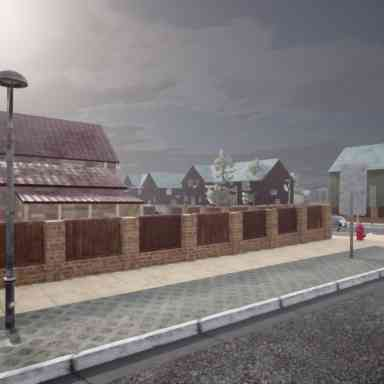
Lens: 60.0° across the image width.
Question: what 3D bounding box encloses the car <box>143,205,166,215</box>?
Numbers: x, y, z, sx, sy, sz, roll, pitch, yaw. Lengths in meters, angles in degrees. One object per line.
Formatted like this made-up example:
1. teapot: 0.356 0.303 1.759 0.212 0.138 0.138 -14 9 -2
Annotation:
1. car: -3.700 2.365 38.671 2.128 1.511 4.902 1 -2 -36

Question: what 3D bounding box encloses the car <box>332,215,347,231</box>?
1. car: 7.944 1.813 22.601 2.128 1.511 4.902 1 -2 -36

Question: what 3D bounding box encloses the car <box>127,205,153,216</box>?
1. car: -7.761 2.741 49.281 1.837 1.490 4.892 1 -3 -36
